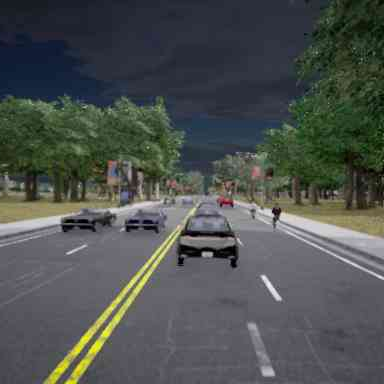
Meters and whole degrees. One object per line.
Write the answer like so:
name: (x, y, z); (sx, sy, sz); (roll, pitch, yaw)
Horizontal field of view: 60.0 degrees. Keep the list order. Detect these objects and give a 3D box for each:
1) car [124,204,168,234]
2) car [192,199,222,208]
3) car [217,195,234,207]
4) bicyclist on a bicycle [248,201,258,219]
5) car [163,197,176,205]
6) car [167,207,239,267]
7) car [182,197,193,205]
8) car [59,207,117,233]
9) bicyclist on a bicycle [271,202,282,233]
car: (-2.574, 1.601, 19.520); (1.895, 1.301, 4.718); (1, 0, 2)
car: (1.316, 1.650, 29.583); (1.994, 1.385, 4.181); (1, 0, 3)
car: (5.708, 1.442, 55.485); (2.150, 2.045, 5.566); (1, 0, 3)
bicyclist on a bicycle: (5.362, 1.587, 29.055); (0.866, 1.612, 1.509); (1, 0, 2)
car: (-4.015, 1.561, 59.709); (2.128, 1.511, 4.902); (1, 0, 3)
car: (0.536, 1.526, 11.626); (2.128, 1.511, 4.902); (1, 0, 3)
car: (-0.746, 1.648, 59.975); (1.812, 1.442, 4.674); (1, 0, 3)
car: (-5.839, 1.547, 19.247); (1.895, 1.301, 4.718); (1, 0, 3)
bicyclist on a bicycle: (4.930, 1.493, 19.568); (0.659, 1.776, 1.843); (1, 0, 3)
